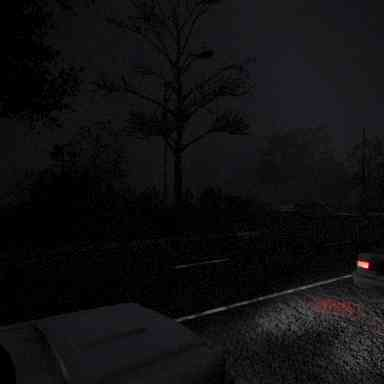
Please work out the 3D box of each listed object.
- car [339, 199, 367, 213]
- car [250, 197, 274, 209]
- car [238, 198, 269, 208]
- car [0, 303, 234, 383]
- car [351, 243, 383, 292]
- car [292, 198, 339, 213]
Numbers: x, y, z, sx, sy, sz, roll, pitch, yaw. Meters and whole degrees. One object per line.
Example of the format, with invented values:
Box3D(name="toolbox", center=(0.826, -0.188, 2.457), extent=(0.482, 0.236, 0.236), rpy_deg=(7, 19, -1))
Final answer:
Box3D(name="car", center=(17.189, 1.493, 37.588), extent=(2.128, 1.511, 4.902), rpy_deg=(0, 0, -29))
Box3D(name="car", center=(9.069, 1.509, 45.381), extent=(1.882, 1.535, 5.008), rpy_deg=(0, 0, -27))
Box3D(name="car", center=(9.582, 1.612, 52.103), extent=(2.033, 1.411, 5.357), rpy_deg=(0, 0, -26))
Box3D(name="car", center=(-1.953, 1.601, 2.318), extent=(4.718, 1.301, 1.895), rpy_deg=(0, 0, -35))
Box3D(name="car", center=(5.934, 1.547, 7.808), extent=(5.357, 1.411, 2.033), rpy_deg=(0, 0, -35))
Box3D(name="car", center=(13.416, 1.508, 37.154), extent=(1.837, 1.490, 4.892), rpy_deg=(0, 0, -28))
